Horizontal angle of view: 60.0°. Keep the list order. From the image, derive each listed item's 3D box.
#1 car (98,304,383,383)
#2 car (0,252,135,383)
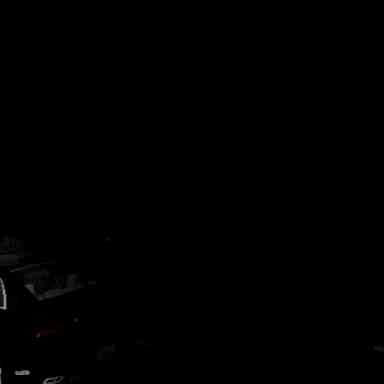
[{"bbox_3d":[1.747,1.547,1.829,4.403,1.369,2.008,-1,0,36],"label":"car"},{"bbox_3d":[-2.745,1.600,5.047,4.403,1.369,2.008,-1,0,36],"label":"car"}]
